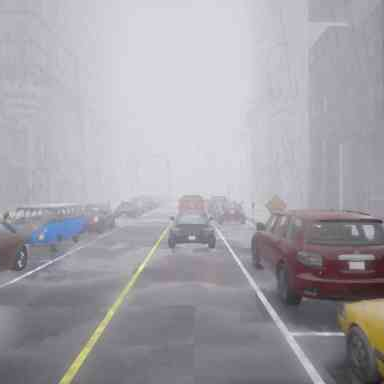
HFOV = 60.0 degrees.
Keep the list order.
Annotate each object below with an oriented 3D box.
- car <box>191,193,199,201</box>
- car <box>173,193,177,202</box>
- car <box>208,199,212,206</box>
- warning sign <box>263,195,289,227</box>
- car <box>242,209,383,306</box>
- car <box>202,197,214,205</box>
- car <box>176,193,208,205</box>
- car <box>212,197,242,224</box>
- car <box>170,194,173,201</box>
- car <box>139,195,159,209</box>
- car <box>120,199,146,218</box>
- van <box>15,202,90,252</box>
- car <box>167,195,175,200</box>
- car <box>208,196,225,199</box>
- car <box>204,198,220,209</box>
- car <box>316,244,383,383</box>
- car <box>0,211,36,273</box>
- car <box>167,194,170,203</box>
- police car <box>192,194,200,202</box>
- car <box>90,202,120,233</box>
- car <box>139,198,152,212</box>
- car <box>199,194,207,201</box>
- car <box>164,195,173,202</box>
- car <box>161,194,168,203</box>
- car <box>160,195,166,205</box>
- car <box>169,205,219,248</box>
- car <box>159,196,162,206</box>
[{"bbox_3d":[0.820,1.223,90.099,2.150,2.045,5.566,0,0,-1],"label":"car"},{"bbox_3d":[-3.000,1.438,76.685,1.882,1.535,5.008,0,0,0],"label":"car"},{"bbox_3d":[2.766,1.569,30.375,1.947,1.339,4.313,0,0,0],"label":"car"},{"bbox_3d":[5.064,1.116,20.080,1.300,1.860,1.060,0,0,0],"label":"warning sign"},{"bbox_3d":[2.767,1.315,7.966,2.192,1.841,5.009,0,0,0],"label":"car"},{"bbox_3d":[2.766,1.553,58.386,1.887,1.381,4.507,0,0,0],"label":"car"},{"bbox_3d":[0.000,1.261,29.680,2.150,2.045,5.566,0,0,0],"label":"car"},{"bbox_3d":[2.766,1.442,24.773,1.967,1.590,4.097,0,0,0],"label":"car"},{"bbox_3d":[-5.758,1.325,69.584,2.192,1.841,5.009,0,0,0],"label":"car"},{"bbox_3d":[-5.758,1.319,41.575,2.192,1.841,5.009,0,0,0],"label":"car"},{"bbox_3d":[-5.759,1.568,30.372,1.947,1.339,4.313,0,0,0],"label":"car"},{"bbox_3d":[-5.759,1.341,13.566,1.690,1.788,3.998,0,0,0],"label":"van"},{"bbox_3d":[-5.760,1.600,91.991,1.802,1.307,4.206,0,0,0],"label":"car"},{"bbox_3d":[2.767,1.319,35.977,2.192,1.841,5.009,0,0,0],"label":"car"},{"bbox_3d":[2.766,1.557,47.181,2.008,1.369,4.403,0,0,0],"label":"car"},{"bbox_3d":[2.766,1.525,2.534,1.752,1.417,4.829,0,0,0],"label":"car"},{"bbox_3d":[-5.759,1.440,7.965,1.967,1.590,4.097,0,0,0],"label":"car"},{"bbox_3d":[-5.759,1.449,63.982,1.967,1.590,4.097,0,0,0],"label":"car"},{"bbox_3d":[0.900,1.439,80.187,1.930,1.638,5.238,0,0,0],"label":"police car"},{"bbox_3d":[-5.759,1.441,19.168,1.967,1.590,4.097,0,0,0],"label":"car"},{"bbox_3d":[-5.760,1.585,35.973,1.802,1.307,4.206,0,0,0],"label":"car"},{"bbox_3d":[2.766,1.456,86.396,1.967,1.590,4.097,0,0,0],"label":"car"},{"bbox_3d":[-5.759,1.558,80.788,1.887,1.381,4.507,0,0,0],"label":"car"},{"bbox_3d":[-5.759,1.574,58.381,1.947,1.339,4.313,0,0,0],"label":"car"},{"bbox_3d":[-5.759,1.558,52.778,2.008,1.369,4.403,0,0,0],"label":"car"},{"bbox_3d":[0.000,1.534,14.650,1.812,1.442,4.674,0,0,0],"label":"car"},{"bbox_3d":[-5.759,1.531,47.007,1.752,1.417,4.829,0,0,0],"label":"car"}]
